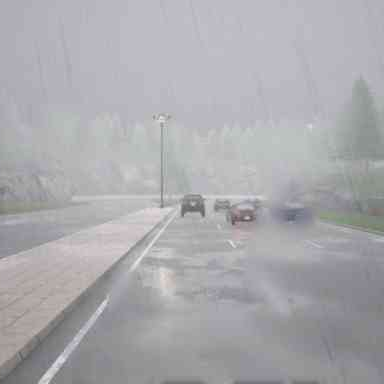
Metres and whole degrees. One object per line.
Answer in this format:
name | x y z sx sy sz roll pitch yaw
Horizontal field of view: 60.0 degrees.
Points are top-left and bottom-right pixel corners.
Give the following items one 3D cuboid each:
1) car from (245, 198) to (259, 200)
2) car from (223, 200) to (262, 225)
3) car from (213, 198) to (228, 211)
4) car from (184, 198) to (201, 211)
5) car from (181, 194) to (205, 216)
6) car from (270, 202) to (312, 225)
car | 7.101 1.491 39.711 2.128 1.511 4.902 0 0 0
car | 3.600 1.526 24.012 1.812 1.442 4.674 0 0 0
car | 3.600 1.491 39.899 2.128 1.511 4.902 0 0 0
car | 0.091 1.548 42.892 2.033 1.411 5.357 0 0 0
car | 0.096 1.220 32.018 2.150 2.045 5.566 0 0 0
car | 7.100 1.478 24.326 1.882 1.535 5.008 0 0 0
